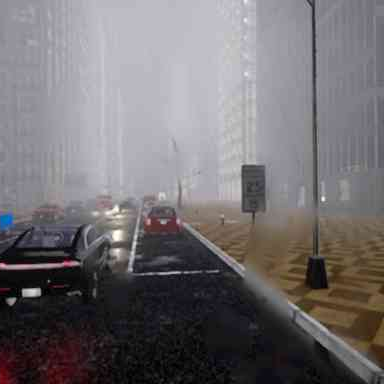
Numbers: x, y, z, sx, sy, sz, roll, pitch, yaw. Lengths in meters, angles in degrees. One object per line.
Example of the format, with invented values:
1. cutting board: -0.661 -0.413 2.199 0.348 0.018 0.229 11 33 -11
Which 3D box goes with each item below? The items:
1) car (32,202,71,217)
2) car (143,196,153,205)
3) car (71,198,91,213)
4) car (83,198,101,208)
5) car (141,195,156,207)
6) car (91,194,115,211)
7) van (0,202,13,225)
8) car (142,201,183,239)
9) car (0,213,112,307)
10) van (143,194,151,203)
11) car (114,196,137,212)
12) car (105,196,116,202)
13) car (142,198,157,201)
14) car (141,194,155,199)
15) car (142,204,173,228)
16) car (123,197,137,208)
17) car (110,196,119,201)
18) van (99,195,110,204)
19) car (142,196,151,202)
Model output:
1. car: -11.671 1.600 27.328 1.887 1.381 4.507 0 0 -8
2. car: -8.353 1.553 62.467 1.752 1.417 4.829 0 0 -8
3. car: -13.316 1.628 38.585 1.947 1.339 4.313 0 0 -8
4. car: -14.969 1.636 49.843 1.947 1.339 4.313 0 0 -8
5. car: -6.674 1.335 51.041 2.192 1.841 5.009 0 0 -8
6. car: -11.169 1.270 42.427 2.150 2.045 5.566 0 0 -8
7. van: -10.128 1.390 16.056 1.690 1.788 3.998 0 0 -8
8. car: -1.593 1.438 17.290 1.967 1.590 4.097 0 0 -8
9. car: -3.087 1.500 8.063 2.128 1.511 4.902 0 0 -8
10. van: -9.982 1.377 73.556 1.690 1.788 3.998 0 0 -8
11. car: -7.602 1.520 39.189 2.128 1.511 4.902 0 0 -8
12. car: -19.104 1.656 77.987 1.947 1.339 4.313 0 0 -8
13. car: -4.195 1.591 34.156 1.802 1.307 4.206 0 0 -8
14. car: -5.848 1.331 45.413 2.192 1.841 5.009 0 0 -8
15. car: -2.476 1.567 22.910 1.947 1.339 4.313 0 0 -8
16. car: -9.127 1.513 49.267 1.882 1.535 5.008 0 0 -8
17. car: -20.758 1.650 89.244 2.008 1.369 4.403 0 0 -8
18. van: -17.449 1.423 66.729 1.690 1.788 3.998 0 0 -8
19. car: -10.810 1.591 79.184 2.008 1.369 4.403 0 0 -8
